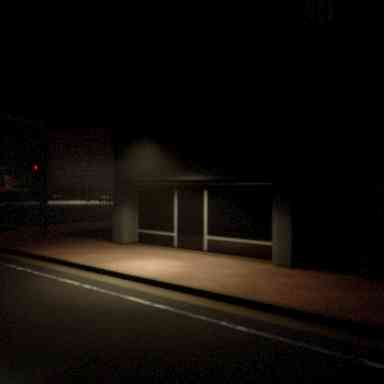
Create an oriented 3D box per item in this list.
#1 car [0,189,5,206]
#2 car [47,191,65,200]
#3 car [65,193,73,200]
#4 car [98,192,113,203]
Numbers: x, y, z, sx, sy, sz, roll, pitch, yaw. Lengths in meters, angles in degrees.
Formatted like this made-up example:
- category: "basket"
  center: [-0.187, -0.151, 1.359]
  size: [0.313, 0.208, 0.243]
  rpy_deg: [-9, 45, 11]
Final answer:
- category: "car"
  center: [-25.840, 0.855, 41.979]
  size: [3.866, 1.878, 1.905]
  rpy_deg: [0, 0, 35]
- category: "car"
  center: [-28.837, 0.735, 68.124]
  size: [4.605, 1.855, 1.932]
  rpy_deg: [0, 0, 35]
- category: "car"
  center: [-27.112, 0.946, 70.451]
  size: [3.905, 1.438, 1.784]
  rpy_deg: [0, 0, 35]
- category: "car"
  center: [-14.528, 0.855, 58.015]
  size: [3.866, 1.878, 1.905]
  rpy_deg: [0, 0, 35]
